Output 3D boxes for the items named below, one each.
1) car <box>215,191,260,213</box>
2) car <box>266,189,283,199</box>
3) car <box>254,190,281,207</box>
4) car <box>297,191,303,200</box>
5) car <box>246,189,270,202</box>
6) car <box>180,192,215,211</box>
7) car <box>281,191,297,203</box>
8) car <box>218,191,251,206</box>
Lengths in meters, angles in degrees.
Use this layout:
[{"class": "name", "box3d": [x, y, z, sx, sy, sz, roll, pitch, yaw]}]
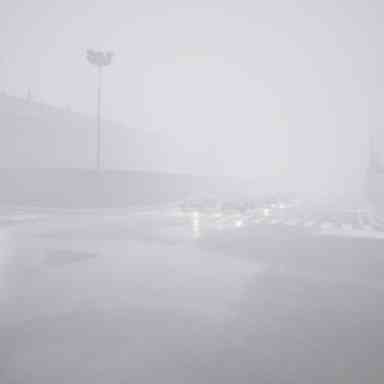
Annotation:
[{"class": "car", "box3d": [3.823, 0.869, 27.090, 1.812, 1.442, 4.674, 2, 2, 26]}, {"class": "car", "box3d": [13.657, 0.331, 55.082, 1.812, 1.442, 4.674, 2, 2, 26]}, {"class": "car", "box3d": [7.757, 0.737, 35.162, 1.812, 1.442, 4.674, 2, 2, 26]}, {"class": "car", "box3d": [16.255, 0.497, 52.430, 1.994, 1.385, 4.181, 2, 2, 26]}, {"class": "car", "box3d": [9.219, 0.429, 46.069, 1.882, 1.535, 5.008, 2, 2, 26]}, {"class": "car", "box3d": [0.676, 0.760, 28.617, 1.812, 1.442, 4.674, 2, 2, 26]}, {"class": "car", "box3d": [11.951, 0.565, 43.715, 2.128, 1.511, 4.902, 2, 2, 26]}, {"class": "car", "box3d": [4.868, 0.642, 37.231, 2.033, 1.411, 5.357, 2, 2, 26]}]
